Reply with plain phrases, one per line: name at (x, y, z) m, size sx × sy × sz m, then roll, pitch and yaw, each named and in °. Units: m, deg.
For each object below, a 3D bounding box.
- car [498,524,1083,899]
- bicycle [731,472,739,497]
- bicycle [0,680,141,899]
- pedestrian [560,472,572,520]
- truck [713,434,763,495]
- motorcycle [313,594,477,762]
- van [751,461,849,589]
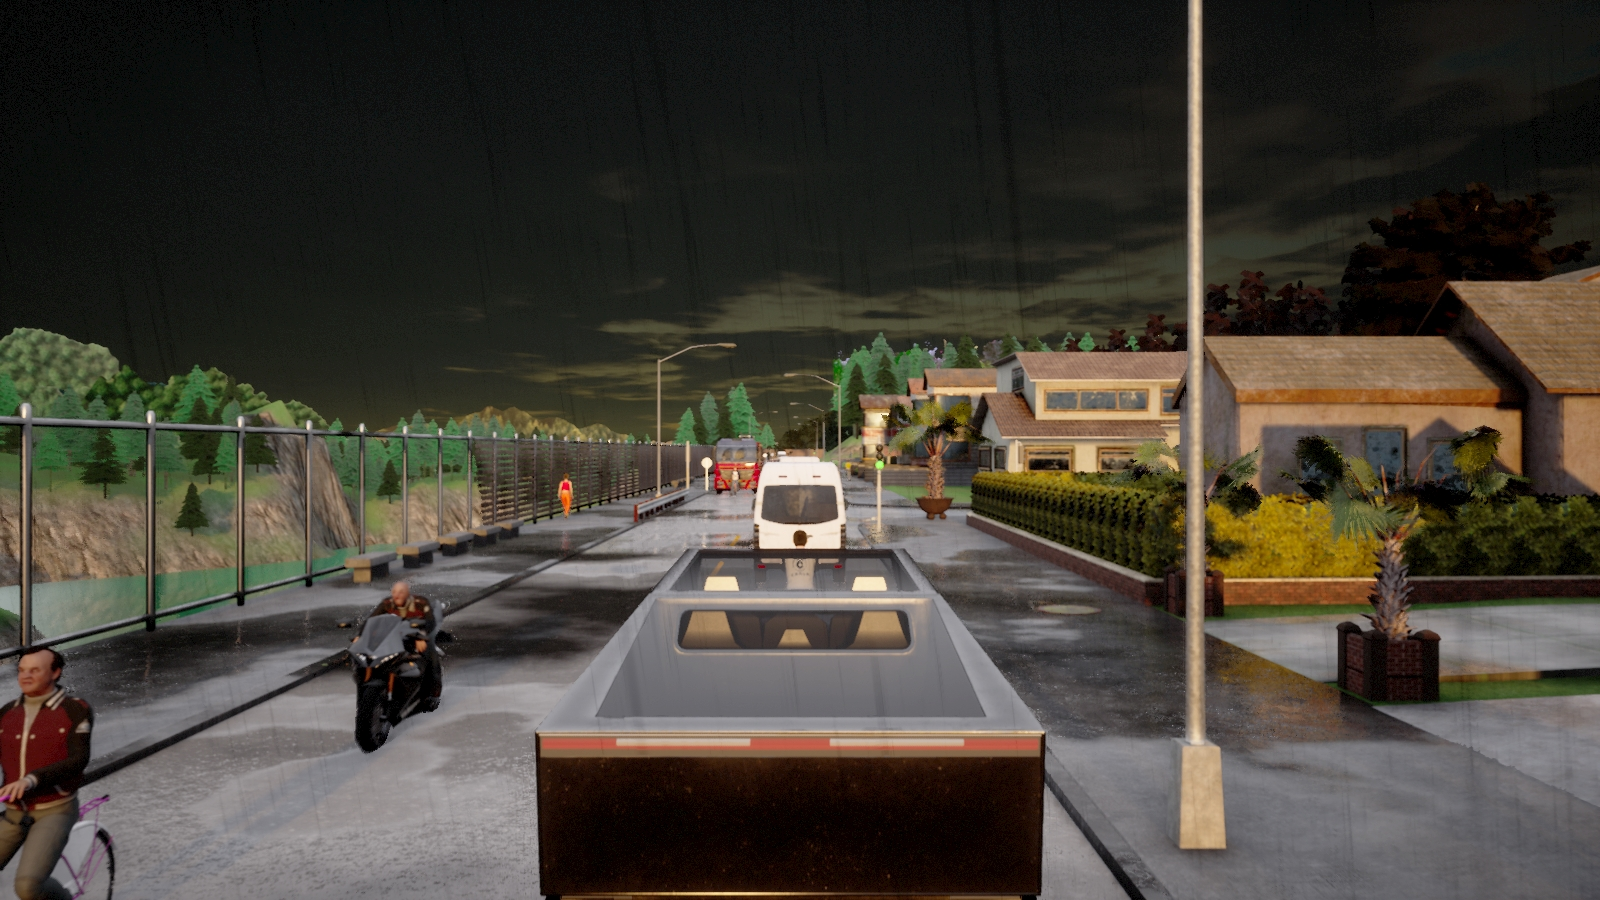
car at (-0.031, 1.759, 7.805) m, size 2.390 × 2.098 × 6.274 m, roll 0°, pitch 0°, yaw 0°
bicycle at (-4.013, 2.101, 70.800) m, size 0.373 × 1.496 × 1.643 m, roll 0°, pitch 0°, yaw 0°
bicycle at (-3.988, 2.065, 5.708) m, size 0.329 × 1.471 × 1.835 m, roll 0°, pitch 0°, yaw 0°
pedestrian at (-9.044, 1.773, 44.142) m, size 0.375 × 1.860 × 0.375 m, roll 0°, pitch 0°, yaw -3°
truck at (-4.015, 0.939, 76.088) m, size 2.891 × 3.827 × 8.468 m, roll 0°, pitch 0°, yaw 0°
motorcycle at (-4.004, 2.213, 11.511) m, size 0.867 × 1.251 × 2.209 m, roll 0°, pitch 0°, yaw 0°
van at (-0.003, 1.551, 26.254) m, size 1.988 × 2.561 × 5.915 m, roll 0°, pitch 0°, yaw 0°
